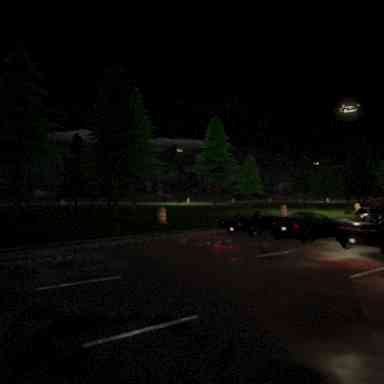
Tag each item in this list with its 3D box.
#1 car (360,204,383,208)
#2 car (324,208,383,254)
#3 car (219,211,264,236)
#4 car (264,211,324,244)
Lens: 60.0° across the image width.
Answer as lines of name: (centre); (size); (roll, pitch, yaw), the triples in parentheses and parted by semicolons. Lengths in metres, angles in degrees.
car: (15.938, 1.776, 28.540); (4.892, 1.490, 1.837); (0, 0, -35)
car: (7.979, 1.624, 13.852); (4.902, 1.511, 2.128); (1, 0, -35)
car: (3.857, 1.731, 19.301); (4.718, 1.301, 1.895); (1, 0, -40)
car: (5.919, 1.695, 16.680); (4.181, 1.385, 1.994); (1, 0, -35)
